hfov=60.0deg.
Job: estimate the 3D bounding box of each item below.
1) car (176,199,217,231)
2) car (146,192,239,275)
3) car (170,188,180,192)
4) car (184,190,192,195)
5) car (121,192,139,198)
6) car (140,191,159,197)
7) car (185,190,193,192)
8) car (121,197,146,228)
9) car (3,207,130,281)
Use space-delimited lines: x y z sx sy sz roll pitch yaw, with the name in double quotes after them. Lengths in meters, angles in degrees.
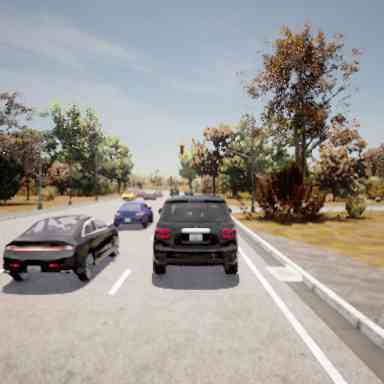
0.138 1.247 19.989 2.128 1.511 4.902 0 1 -3 "car"
0.095 1.122 10.269 2.150 2.045 5.566 0 0 0 "car"
-4.035 0.076 77.634 2.150 2.045 5.566 0 1 -2 "car"
-1.039 0.157 88.261 1.994 1.385 4.181 0 1 -3 "car"
-10.646 0.672 56.161 1.882 1.535 5.008 0 1 0 "car"
-7.149 0.757 56.299 1.994 1.385 4.181 0 1 0 "car"
-0.548 0.379 78.083 1.812 1.442 4.674 0 1 -2 "car"
-3.398 1.283 19.861 1.812 1.442 4.674 0 1 0 "car"
-3.400 1.408 9.569 2.128 1.511 4.902 0 1 0 "car"
